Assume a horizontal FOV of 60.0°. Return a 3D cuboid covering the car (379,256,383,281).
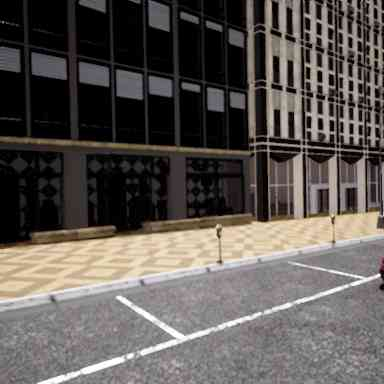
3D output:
[{"bbox_3d":[6.327,1.412,7.879,4.674,1.442,1.812,-1,1,-35],"label":"car"}]
